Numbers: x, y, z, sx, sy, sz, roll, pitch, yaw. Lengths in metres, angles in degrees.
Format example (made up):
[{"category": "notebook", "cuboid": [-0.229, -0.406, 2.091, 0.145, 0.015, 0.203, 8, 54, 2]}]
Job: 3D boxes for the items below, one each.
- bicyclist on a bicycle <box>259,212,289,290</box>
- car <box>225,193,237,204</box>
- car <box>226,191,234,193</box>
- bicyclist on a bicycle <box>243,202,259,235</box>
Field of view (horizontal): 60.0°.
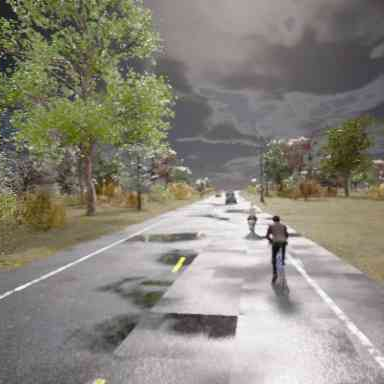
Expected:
[{"category": "bicyclist on a bicycle", "cuboid": [2.042, 1.381, 7.893, 0.582, 1.620, 1.656, -1, 0, 6]}, {"category": "car", "cuboid": [6.462, 1.282, 55.101, 1.895, 1.301, 4.718, -1, 0, 6]}, {"category": "car", "cuboid": [8.376, 0.800, 73.174, 2.150, 2.045, 5.566, -1, 0, 6]}, {"category": "bicyclist on a bicycle", "cuboid": [3.075, 1.315, 16.956, 0.866, 1.612, 1.509, -1, 0, 6]}]
